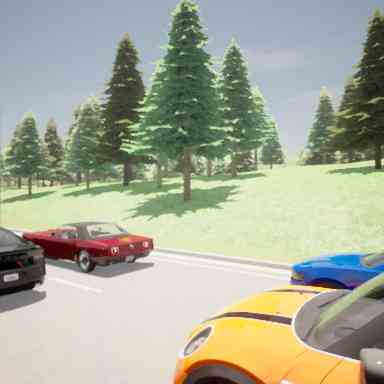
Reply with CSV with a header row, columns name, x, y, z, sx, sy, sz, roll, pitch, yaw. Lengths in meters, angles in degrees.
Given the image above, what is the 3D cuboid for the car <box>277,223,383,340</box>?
name,x,y,z,sx,sy,sz,roll,pitch,yaw
car,4.120,1.478,5.346,5.008,1.535,1.882,0,0,36

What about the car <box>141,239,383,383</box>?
name,x,y,z,sx,sy,sz,roll,pitch,yaw
car,2.024,1.352,2.544,4.553,1.767,2.097,0,0,36

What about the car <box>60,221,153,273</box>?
name,x,y,z,sx,sy,sz,roll,pitch,yaw
car,-3.555,1.600,10.736,4.718,1.301,1.895,0,0,36

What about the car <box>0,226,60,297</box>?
name,x,y,z,sx,sy,sz,roll,pitch,yaw
car,-5.443,1.476,7.782,5.008,1.535,1.882,0,0,36
